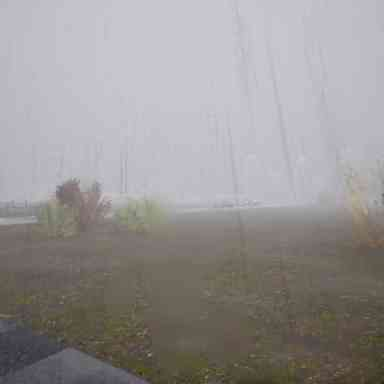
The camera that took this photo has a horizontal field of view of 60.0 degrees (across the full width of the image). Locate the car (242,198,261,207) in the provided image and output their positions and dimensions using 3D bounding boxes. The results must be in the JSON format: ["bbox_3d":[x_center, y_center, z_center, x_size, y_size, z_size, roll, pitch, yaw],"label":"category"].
[{"bbox_3d":[11.312,1.989,63.304,2.097,1.767,4.553,-1,-1,36],"label":"car"}]

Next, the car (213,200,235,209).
[{"bbox_3d":[5.327,2.014,54.885,2.128,1.511,4.902,-1,-1,36],"label":"car"}]
